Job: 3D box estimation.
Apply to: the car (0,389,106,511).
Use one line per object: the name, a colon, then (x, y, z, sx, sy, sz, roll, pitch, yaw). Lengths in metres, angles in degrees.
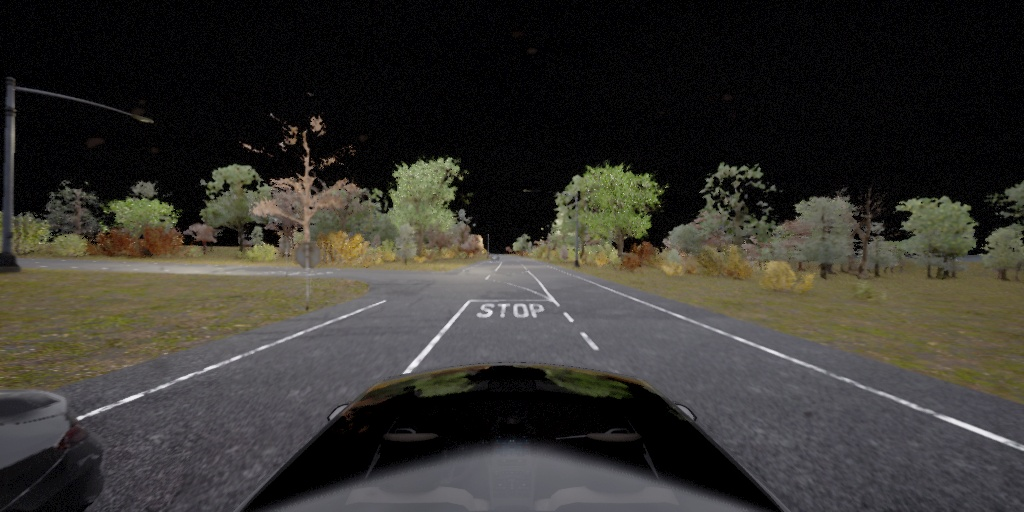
car: (-3.505, 1.296, 0.331, 1.812, 1.442, 4.674, 0, 1, 0)
